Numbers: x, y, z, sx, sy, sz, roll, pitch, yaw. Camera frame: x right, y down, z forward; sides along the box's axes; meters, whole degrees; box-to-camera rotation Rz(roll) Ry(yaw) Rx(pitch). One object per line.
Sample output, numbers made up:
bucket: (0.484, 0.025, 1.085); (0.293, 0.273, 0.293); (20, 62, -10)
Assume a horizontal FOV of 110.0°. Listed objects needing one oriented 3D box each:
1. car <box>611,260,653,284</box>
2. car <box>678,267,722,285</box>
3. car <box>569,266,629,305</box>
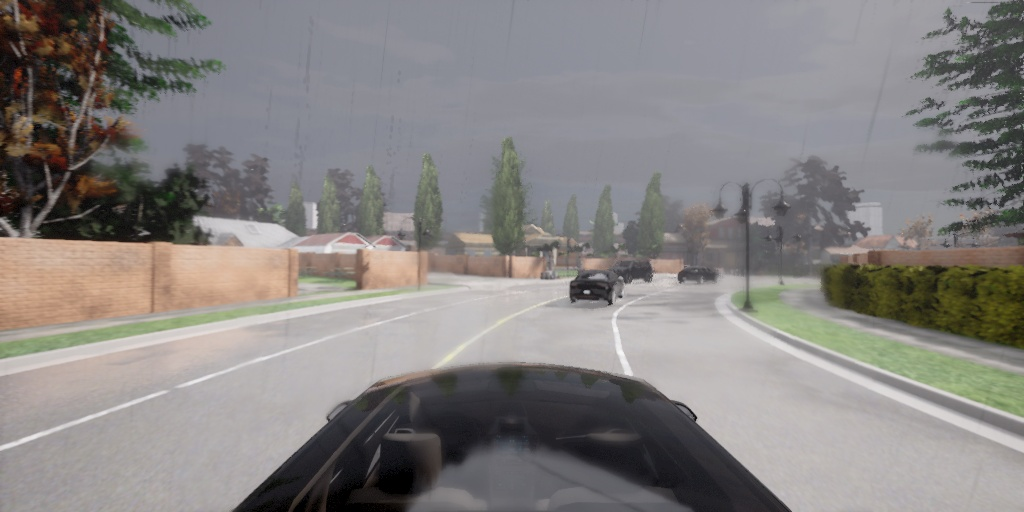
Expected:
car: (10.157, 1.366, 31.259); (5.566, 2.045, 2.150); (1, -1, -41)
car: (16.478, 1.687, 31.441); (4.892, 1.490, 1.837); (1, -2, -35)
car: (4.245, 1.418, 17.485); (1.882, 1.535, 5.008); (0, -1, 25)
